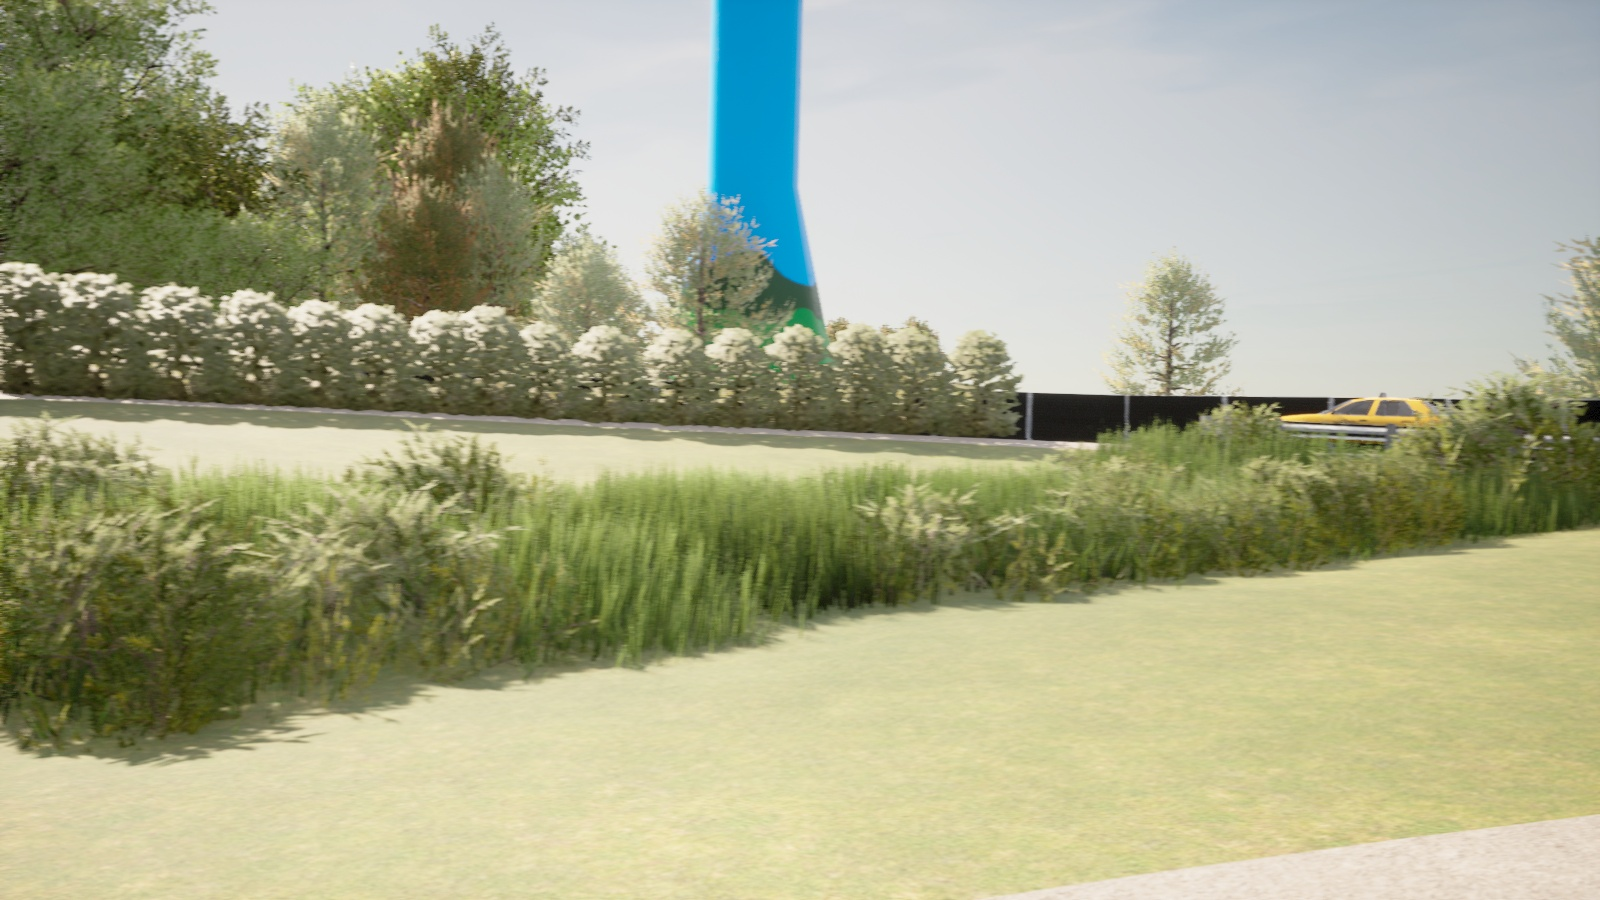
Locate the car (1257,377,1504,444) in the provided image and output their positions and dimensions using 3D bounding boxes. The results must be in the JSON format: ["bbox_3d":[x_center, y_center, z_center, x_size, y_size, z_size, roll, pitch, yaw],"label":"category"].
[{"bbox_3d":[14.517,-0.998,31.585,5.366,1.575,1.801,2,2,35],"label":"car"}]
